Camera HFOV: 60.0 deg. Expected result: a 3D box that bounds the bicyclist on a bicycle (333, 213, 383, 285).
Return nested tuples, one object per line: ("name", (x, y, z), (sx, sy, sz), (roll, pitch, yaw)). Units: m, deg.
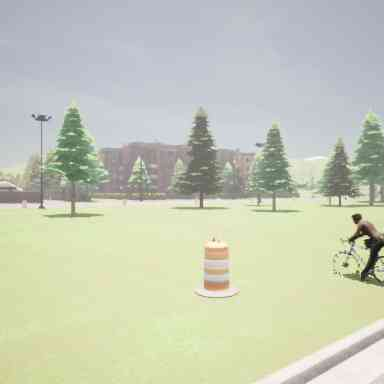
("bicyclist on a bicycle", (4.076, 1.330, 7.848), (0.582, 1.620, 1.656), (0, -2, -37))
